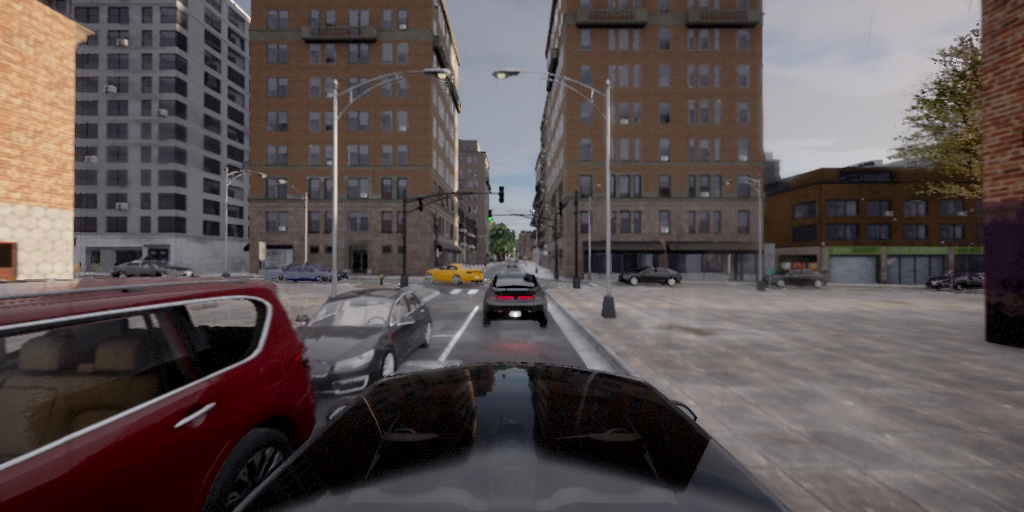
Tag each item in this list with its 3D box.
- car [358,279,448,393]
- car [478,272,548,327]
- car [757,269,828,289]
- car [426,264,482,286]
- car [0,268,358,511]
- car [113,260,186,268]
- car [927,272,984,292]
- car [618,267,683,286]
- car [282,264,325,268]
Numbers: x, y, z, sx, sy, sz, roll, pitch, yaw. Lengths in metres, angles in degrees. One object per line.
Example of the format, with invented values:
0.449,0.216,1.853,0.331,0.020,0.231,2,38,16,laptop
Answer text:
-2.640,1.327,6.650,2.007,1.370,4.403,0,0,0,car
0.090,1.305,11.767,1.837,1.490,4.892,0,-1,0,car
22.197,1.767,28.518,4.892,1.490,1.837,1,0,0,car
-4.398,1.323,26.826,5.008,1.535,1.882,1,-2,39,car
-2.635,1.062,1.036,2.192,1.841,5.009,0,0,0,car
-25.473,1.059,25.544,4.902,1.511,2.128,1,0,0,car
36.051,2.023,28.508,4.902,1.511,2.128,1,0,0,car
10.930,1.582,28.544,4.892,1.490,1.837,1,0,1,car
-14.560,1.245,25.548,5.357,1.411,2.033,1,0,0,car
